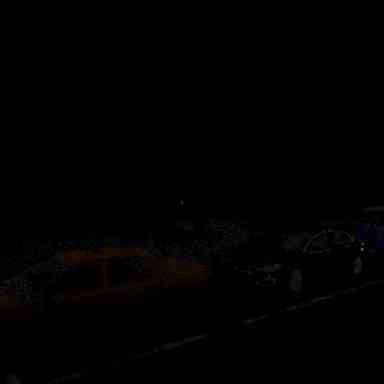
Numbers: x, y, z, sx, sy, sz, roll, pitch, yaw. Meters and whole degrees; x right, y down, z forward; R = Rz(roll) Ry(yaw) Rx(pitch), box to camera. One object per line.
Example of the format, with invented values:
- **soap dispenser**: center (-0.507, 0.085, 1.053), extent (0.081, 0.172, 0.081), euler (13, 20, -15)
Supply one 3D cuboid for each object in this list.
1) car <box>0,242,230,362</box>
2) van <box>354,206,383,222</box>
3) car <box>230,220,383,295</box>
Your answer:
- **car**: center (-1.838, 1.531, 5.339), extent (4.829, 1.417, 1.752), euler (0, 0, -35)
- **van**: center (7.479, 1.392, 11.983), extent (3.998, 1.788, 1.690), euler (0, 0, -35)
- **car**: center (2.889, 1.579, 8.709), extent (4.403, 1.369, 2.008), euler (0, 0, -35)
